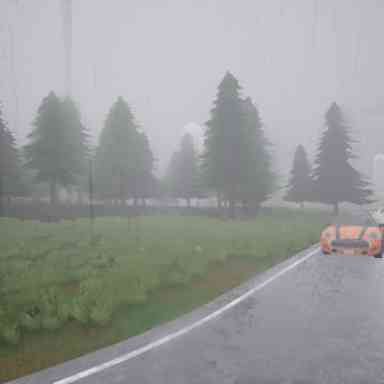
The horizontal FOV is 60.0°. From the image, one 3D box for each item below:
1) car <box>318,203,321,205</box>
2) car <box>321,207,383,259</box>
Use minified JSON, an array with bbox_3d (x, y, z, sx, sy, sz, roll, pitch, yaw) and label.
[{"bbox_3d":[31.369,2.868,79.020,1.905,1.878,3.866,-1,-2,1],"label":"car"},{"bbox_3d":[6.919,1.632,14.062,2.097,1.767,4.553,-2,-2,32],"label":"car"}]
